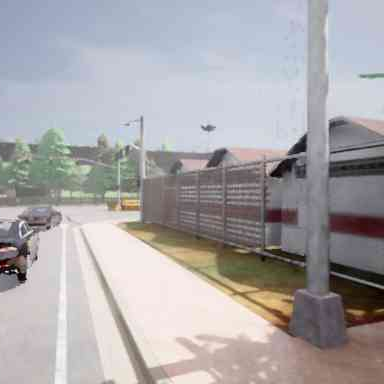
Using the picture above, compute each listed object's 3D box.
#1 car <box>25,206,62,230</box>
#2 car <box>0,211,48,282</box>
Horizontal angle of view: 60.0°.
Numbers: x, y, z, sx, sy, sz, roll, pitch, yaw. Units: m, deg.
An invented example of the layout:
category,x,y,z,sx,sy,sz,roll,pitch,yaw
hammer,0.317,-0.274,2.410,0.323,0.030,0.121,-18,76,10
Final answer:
category,x,y,z,sx,sy,sz,roll,pitch,yaw
car,-9.778,1.606,21.598,2.033,1.411,5.357,0,0,-12
car,-5.493,1.515,9.450,2.128,1.511,4.902,0,0,-20
